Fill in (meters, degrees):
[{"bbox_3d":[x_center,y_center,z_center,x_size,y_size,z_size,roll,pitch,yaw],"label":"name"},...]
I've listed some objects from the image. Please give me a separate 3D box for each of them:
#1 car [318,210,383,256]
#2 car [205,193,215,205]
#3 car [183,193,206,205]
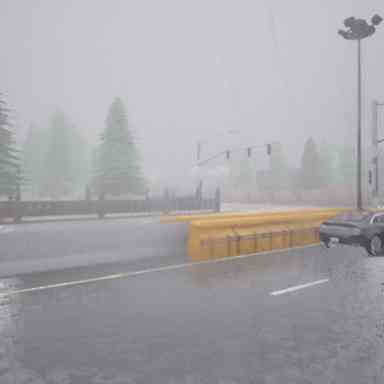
[{"bbox_3d":[6.984,1.458,13.021,4.902,1.511,2.128,0,0,-35],"label":"car"},{"bbox_3d":[1.595,1.127,55.717,2.150,2.045,5.566,0,1,-34],"label":"car"},{"bbox_3d":[-0.463,1.410,52.552,2.128,1.511,4.902,0,0,-35],"label":"car"}]
